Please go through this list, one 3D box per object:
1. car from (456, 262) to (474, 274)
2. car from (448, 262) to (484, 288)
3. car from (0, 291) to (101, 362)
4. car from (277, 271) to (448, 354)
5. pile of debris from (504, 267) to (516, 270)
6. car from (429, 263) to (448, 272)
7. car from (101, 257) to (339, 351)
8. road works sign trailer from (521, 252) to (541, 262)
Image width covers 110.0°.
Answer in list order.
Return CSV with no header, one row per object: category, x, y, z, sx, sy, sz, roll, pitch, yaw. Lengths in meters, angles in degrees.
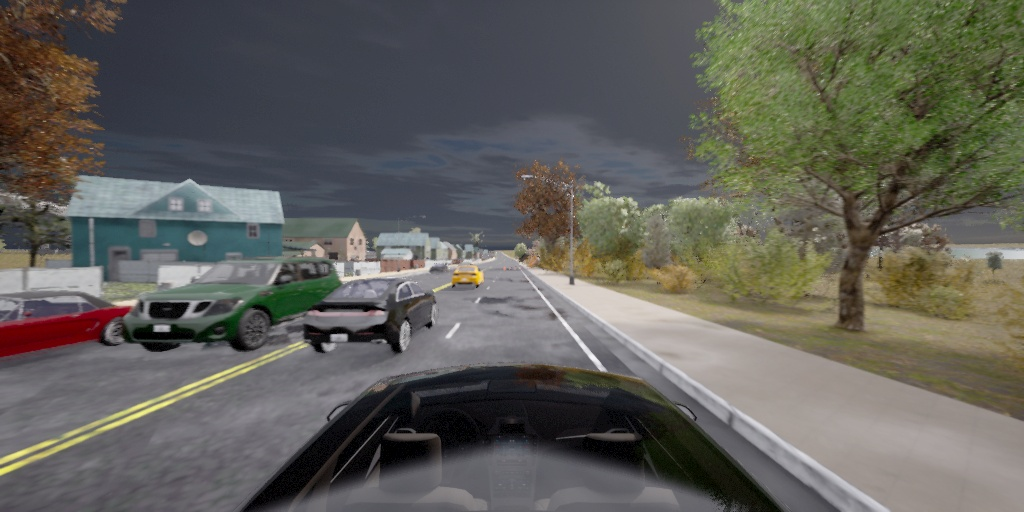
car,-6.574,1.630,50.755,1.882,1.535,5.008,0,0,0
car,-3.153,1.436,26.241,1.882,1.535,5.008,0,0,0
car,-9.853,1.395,6.844,1.895,1.301,4.718,0,0,0
car,-3.152,1.304,8.966,2.128,1.511,4.902,0,0,0
pile of debris,-0.010,2.414,63.564,1.860,0.140,1.500,0,0,0
car,-9.823,1.684,48.608,2.033,1.411,5.357,0,0,0
car,-6.602,1.039,9.526,2.150,2.045,5.566,0,-1,0
road works sign trailer,3.840,-1.207,64.388,2.380,3.560,2.880,0,0,33
